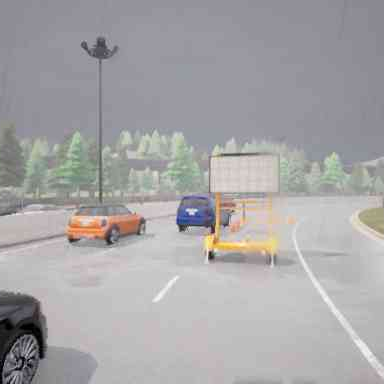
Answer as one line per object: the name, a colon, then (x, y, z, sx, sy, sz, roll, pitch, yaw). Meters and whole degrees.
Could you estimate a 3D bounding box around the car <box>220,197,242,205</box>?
car: (7.017, 1.538, 59.882, 1.994, 1.385, 4.181, 0, 0, 40)

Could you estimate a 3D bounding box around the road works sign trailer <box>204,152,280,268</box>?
road works sign trailer: (1.810, 0.459, 11.494, 2.380, 3.560, 2.880, 0, 0, 16)

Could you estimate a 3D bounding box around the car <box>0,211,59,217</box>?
car: (-9.864, 1.516, 21.223, 1.812, 1.442, 4.674, 0, 0, 17)

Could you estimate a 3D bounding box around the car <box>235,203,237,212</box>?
car: (2.838, 1.208, 34.106, 2.150, 2.045, 5.566, 0, 0, 26)

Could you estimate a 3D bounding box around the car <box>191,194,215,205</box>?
car: (1.982, 1.326, 59.216, 2.097, 1.767, 4.553, 0, 0, 39)

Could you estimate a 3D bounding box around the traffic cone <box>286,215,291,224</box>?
traffic cone: (6.853, 1.945, 23.572, 0.340, 0.580, 0.340, 0, 0, 16)

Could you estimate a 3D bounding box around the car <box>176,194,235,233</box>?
car: (0.821, 1.213, 19.862, 2.150, 2.045, 5.566, 0, 0, 18)

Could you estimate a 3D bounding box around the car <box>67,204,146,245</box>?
car: (-3.889, 1.345, 15.918, 2.097, 1.767, 4.553, 0, 0, 14)

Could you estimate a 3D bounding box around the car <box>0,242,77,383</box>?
car: (-2.922, 1.490, 2.289, 2.128, 1.511, 4.902, 0, 0, 6)
